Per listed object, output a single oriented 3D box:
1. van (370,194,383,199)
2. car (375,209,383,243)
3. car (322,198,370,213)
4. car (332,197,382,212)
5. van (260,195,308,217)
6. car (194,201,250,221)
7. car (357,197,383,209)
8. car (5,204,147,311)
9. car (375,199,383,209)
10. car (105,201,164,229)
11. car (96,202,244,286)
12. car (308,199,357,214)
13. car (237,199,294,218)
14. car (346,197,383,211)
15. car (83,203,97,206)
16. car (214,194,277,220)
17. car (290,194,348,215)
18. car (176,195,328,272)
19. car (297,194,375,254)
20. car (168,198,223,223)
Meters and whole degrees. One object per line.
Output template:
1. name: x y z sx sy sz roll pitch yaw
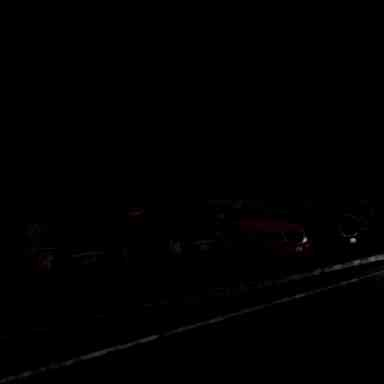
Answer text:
1. van: 12.671 1.285 19.725 1.878 1.987 4.442 0 0 -36
2. car: 5.899 1.537 14.736 2.002 1.452 4.674 0 0 -36
3. car: 18.286 1.548 39.642 2.163 1.488 4.792 0 0 -36
4. car: 20.416 1.504 41.429 1.946 1.575 5.366 0 0 -36
5. van: 9.163 1.294 33.297 1.878 1.987 4.442 0 0 -36
6. car: 2.475 1.536 28.335 2.163 1.488 4.792 0 0 -36
7. car: 25.045 1.481 44.505 2.231 1.521 4.892 0 0 -36
8. car: -3.204 1.353 8.189 2.185 1.767 4.553 0 0 -36
9. car: 8.160 1.376 16.394 2.185 1.767 4.553 0 0 -36
10. car: -4.207 1.490 23.364 1.946 1.575 5.366 0 0 -36
11. car: -0.924 1.358 9.820 2.185 1.767 4.553 0 0 -36
12. car: 15.988 1.552 38.071 2.163 1.488 4.792 0 0 -36
13. car: 6.866 1.513 31.740 1.946 1.575 5.366 0 0 -36
14. car: 22.785 1.494 42.890 2.097 1.535 5.008 0 0 -36
15. car: -6.577 1.489 21.904 2.231 1.521 4.892 0 0 -36
16. car: 4.699 1.260 29.997 2.435 2.045 5.566 0 0 -36
17. car: 13.764 1.273 36.410 2.435 2.045 5.566 0 0 -36
18. car: 1.354 1.236 11.454 2.435 2.045 5.566 0 0 -36
19. car: 3.635 1.241 13.084 2.435 2.045 5.566 0 0 -36
20. car: 0.181 1.376 26.768 2.185 1.767 4.553 0 0 -36
